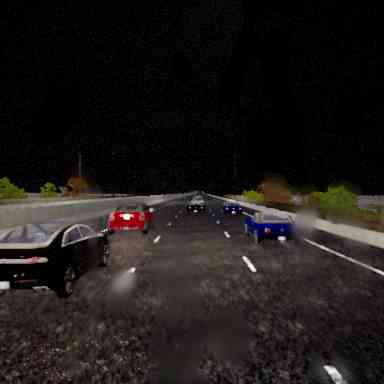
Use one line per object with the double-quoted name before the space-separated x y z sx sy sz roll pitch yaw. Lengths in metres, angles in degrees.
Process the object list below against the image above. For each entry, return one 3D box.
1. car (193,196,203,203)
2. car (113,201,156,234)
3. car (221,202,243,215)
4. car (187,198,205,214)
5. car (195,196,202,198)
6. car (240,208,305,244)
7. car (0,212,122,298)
"car" 1.355 1.601 73.794 2.128 1.511 4.902 0 0 1
"car" -3.372 1.359 19.444 2.097 1.767 4.553 0 0 1
"car" 3.969 1.621 33.628 1.895 1.301 4.718 0 0 1
"car" 0.438 1.621 35.921 1.895 1.301 4.718 0 0 1
"car" 0.937 1.644 53.262 1.895 1.301 4.718 0 0 1
"car" 3.695 1.609 15.794 1.895 1.301 4.718 0 0 1
"car" -3.472 1.494 8.507 2.128 1.511 4.902 0 0 0
